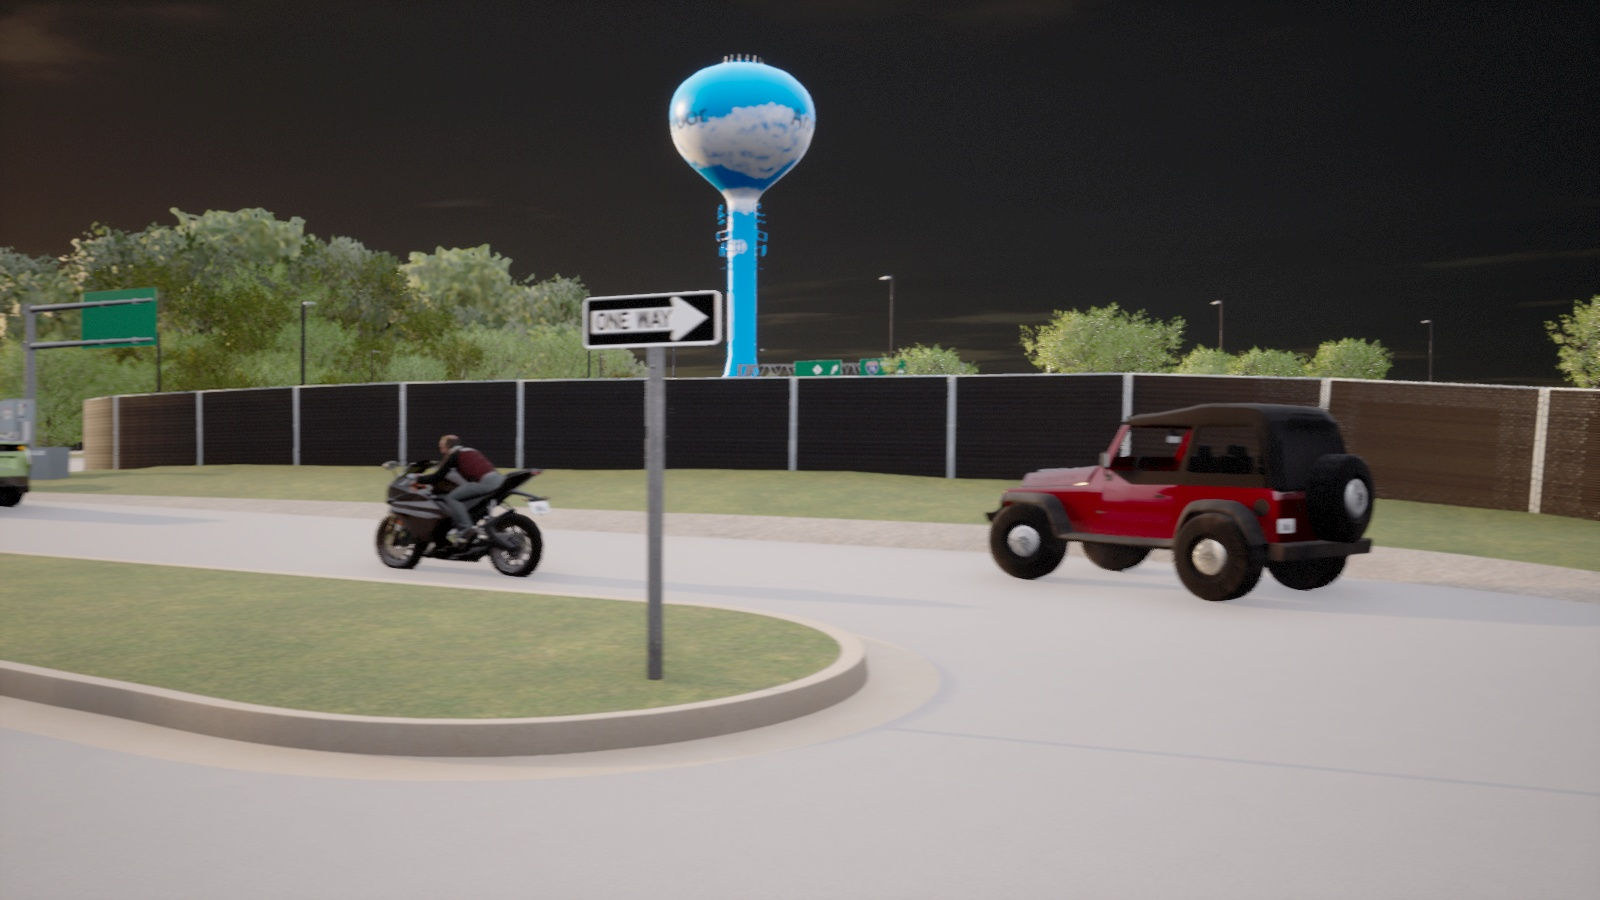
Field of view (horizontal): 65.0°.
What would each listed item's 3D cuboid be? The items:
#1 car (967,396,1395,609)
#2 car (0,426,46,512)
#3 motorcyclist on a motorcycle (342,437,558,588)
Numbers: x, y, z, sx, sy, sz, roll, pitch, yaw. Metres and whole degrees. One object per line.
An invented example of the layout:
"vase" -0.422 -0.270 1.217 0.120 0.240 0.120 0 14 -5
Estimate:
"car" 3.838 0.456 13.152 1.905 1.878 3.866 0 0 -40
"car" -16.296 0.310 23.052 4.514 1.525 2.007 1 1 25
"motorcyclist on a motorcycle" -3.803 0.630 13.626 2.191 1.530 0.866 1 1 24
